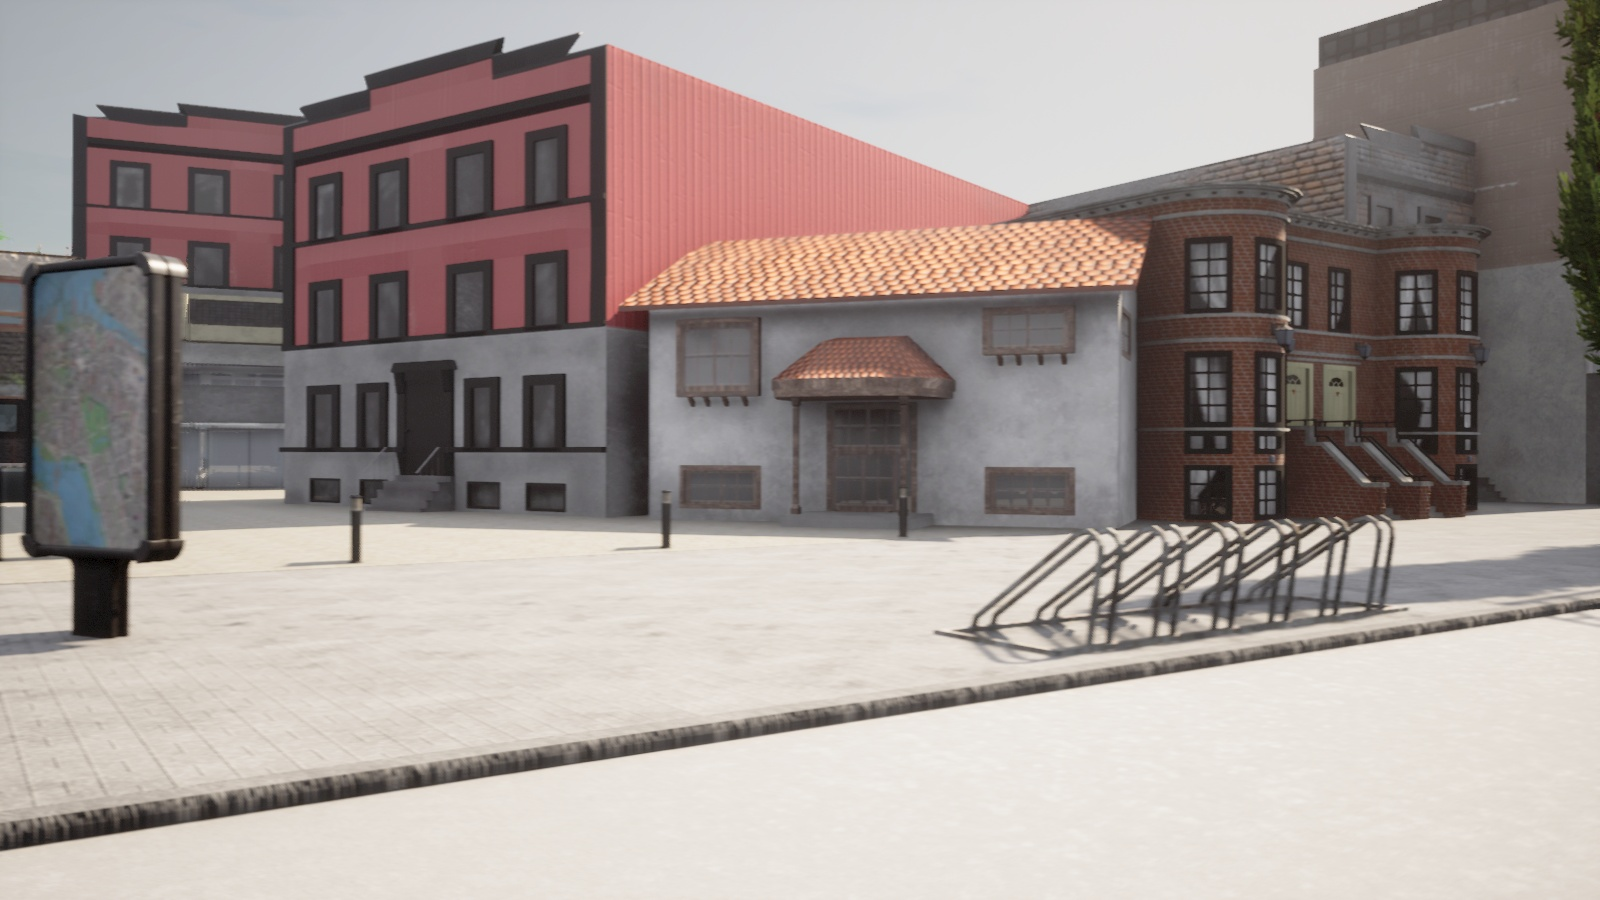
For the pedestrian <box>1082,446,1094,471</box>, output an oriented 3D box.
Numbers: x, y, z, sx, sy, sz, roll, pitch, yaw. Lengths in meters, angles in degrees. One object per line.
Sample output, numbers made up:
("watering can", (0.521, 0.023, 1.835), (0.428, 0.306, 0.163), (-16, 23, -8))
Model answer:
("pedestrian", (20.687, 0.624, 90.241), (0.328, 1.805, 0.869), (0, 0, -35))
